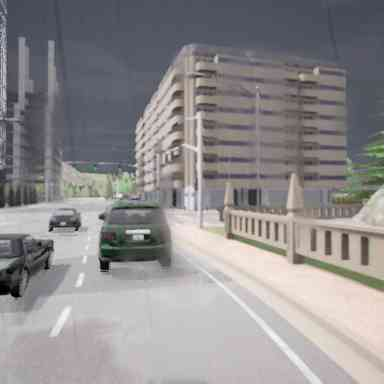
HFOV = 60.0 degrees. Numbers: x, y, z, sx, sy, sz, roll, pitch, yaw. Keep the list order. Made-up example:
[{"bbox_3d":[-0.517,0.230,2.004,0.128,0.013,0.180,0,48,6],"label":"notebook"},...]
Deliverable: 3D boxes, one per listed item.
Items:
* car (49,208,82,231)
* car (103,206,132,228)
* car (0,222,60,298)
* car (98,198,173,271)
[{"bbox_3d":[-8.726,1.858,23.110,1.812,1.442,4.674,0,-1,-16],"label":"car"},{"bbox_3d":[-6.059,1.921,26.563,2.033,1.411,5.357,0,-1,-16],"label":"car"},{"bbox_3d":[-4.918,1.715,8.560,1.895,1.301,4.718,0,-1,-12],"label":"car"},{"bbox_3d":[-2.077,1.368,11.727,2.150,2.045,5.566,0,-1,-13],"label":"car"}]
